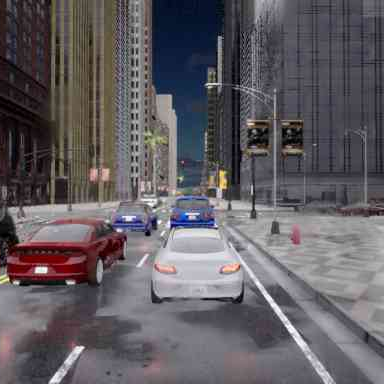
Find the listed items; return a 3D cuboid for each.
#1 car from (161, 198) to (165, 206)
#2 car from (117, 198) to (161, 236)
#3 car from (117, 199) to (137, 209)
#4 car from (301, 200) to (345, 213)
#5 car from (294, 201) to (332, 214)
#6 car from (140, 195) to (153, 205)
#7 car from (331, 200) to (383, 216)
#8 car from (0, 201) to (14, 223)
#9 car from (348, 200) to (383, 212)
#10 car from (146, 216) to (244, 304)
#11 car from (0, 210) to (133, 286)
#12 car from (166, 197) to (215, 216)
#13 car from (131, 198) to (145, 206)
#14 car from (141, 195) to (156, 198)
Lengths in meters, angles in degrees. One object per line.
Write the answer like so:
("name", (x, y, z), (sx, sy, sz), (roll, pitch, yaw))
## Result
("car", (-6.521, 1.805, 60.671), (1.837, 1.490, 4.892), (0, 0, 1))
("car", (-3.135, 1.391, 18.659), (2.097, 1.767, 4.553), (0, 0, 0))
("car", (-9.806, 1.778, 50.918), (2.033, 1.411, 5.357), (0, 0, 0))
("car", (15.216, 1.663, 38.675), (4.313, 1.339, 1.947), (0, 0, -1))
("car", (13.226, 1.635, 35.891), (4.181, 1.385, 1.994), (0, -1, -1))
("car", (-9.693, 1.609, 71.401), (2.150, 2.045, 5.566), (0, 0, 0))
("car", (15.339, 1.577, 30.151), (4.206, 1.307, 1.802), (0, 0, -1))
("car", (-6.607, 1.231, 8.315), (2.150, 2.045, 5.566), (0, 0, 0))
("car", (20.855, 1.643, 38.758), (4.313, 1.339, 1.947), (0, 0, -1))
("car", (0.105, 1.534, 8.060), (1.812, 1.442, 4.674), (0, 0, 0))
("car", (-3.144, 1.489, 9.432), (1.882, 1.535, 5.008), (0, 0, 0))
("car", (0.040, 1.257, 17.762), (2.150, 2.045, 5.566), (0, 0, 1))
("car", (-9.770, 1.827, 60.827), (1.812, 1.442, 4.674), (0, 0, 1))
("car", (-6.558, 1.453, 50.959), (2.150, 2.045, 5.566), (0, 0, 0))
